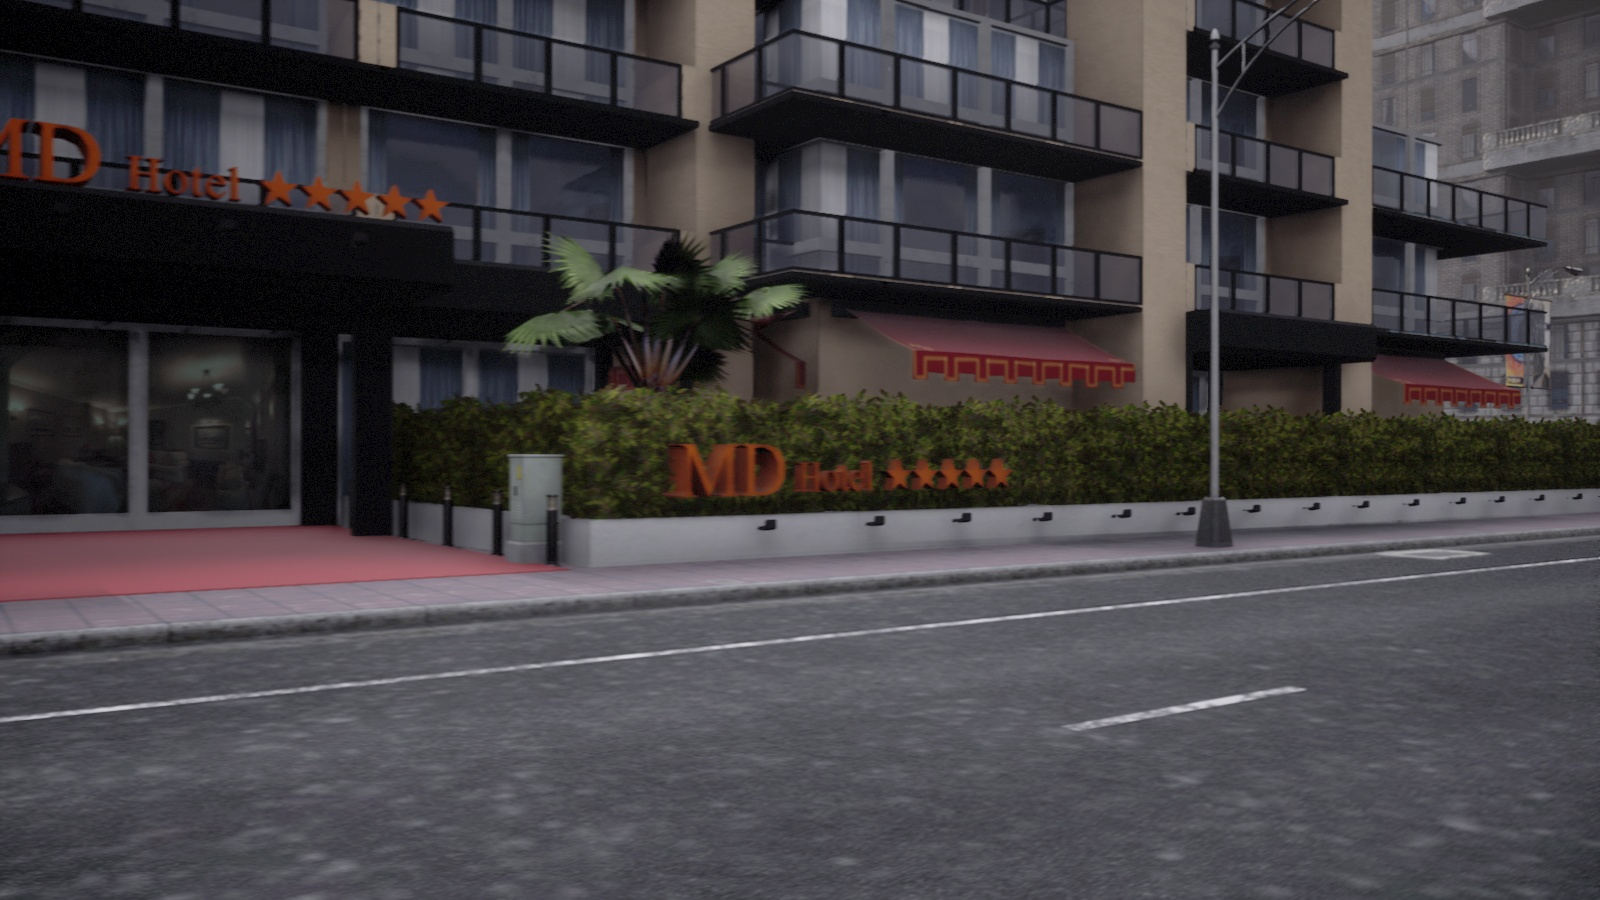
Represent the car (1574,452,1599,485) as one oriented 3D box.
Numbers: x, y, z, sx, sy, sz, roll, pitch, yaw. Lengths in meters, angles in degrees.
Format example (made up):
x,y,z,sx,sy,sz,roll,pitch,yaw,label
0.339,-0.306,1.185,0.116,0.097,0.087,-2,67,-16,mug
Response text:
x,y,z,sx,sy,sz,roll,pitch,yaw,label
37.607,0.818,57.096,1.845,1.501,3.633,0,0,-35,car
